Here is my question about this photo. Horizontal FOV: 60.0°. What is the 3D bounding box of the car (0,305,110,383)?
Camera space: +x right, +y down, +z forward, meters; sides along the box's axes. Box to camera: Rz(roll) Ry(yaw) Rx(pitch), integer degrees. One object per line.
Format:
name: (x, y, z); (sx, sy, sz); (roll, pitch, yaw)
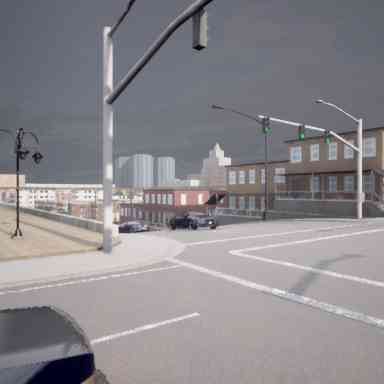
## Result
car: (-3.193, 1.547, 1.806); (5.357, 1.411, 2.033); (0, 0, -36)

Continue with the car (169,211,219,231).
car: (0.042, 2.054, 24.162); (1.994, 1.385, 4.181); (0, -4, -36)

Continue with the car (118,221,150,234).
car: (-5.825, 3.505, 32.133); (1.812, 1.442, 4.674); (0, -12, -37)
